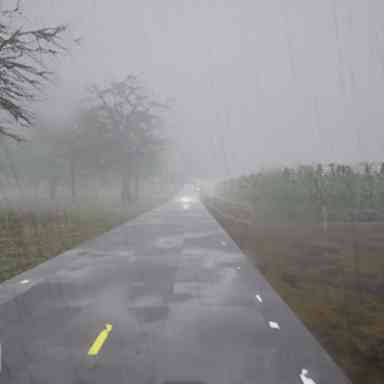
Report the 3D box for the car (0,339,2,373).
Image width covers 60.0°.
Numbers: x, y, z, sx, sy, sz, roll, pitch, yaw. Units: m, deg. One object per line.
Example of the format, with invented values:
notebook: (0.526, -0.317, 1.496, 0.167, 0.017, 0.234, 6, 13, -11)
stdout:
car: (-2.747, 1.221, 0.653, 2.150, 2.045, 5.566, 0, 0, 0)
